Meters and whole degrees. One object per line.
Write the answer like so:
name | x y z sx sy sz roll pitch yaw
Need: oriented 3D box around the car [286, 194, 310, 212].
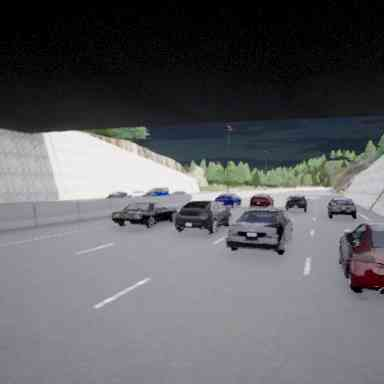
car | 10.005 0.985 31.524 1.837 1.490 4.892 1 1 21

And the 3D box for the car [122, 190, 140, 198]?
car | -8.455 0.472 52.108 1.812 1.442 4.674 1 1 21

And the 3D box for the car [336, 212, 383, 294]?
car | 4.809 1.445 8.187 1.994 1.385 4.181 1 1 21

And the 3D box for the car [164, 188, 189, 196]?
car | -1.918 0.580 49.607 1.837 1.490 4.892 1 1 21

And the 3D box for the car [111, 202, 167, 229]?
car | -2.414 1.209 18.672 1.895 1.301 4.718 1 1 21

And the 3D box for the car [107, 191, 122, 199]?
car | -11.724 0.459 53.359 1.994 1.385 4.181 1 1 21

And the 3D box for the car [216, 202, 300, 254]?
car | 2.747 1.324 12.580 2.033 1.411 5.357 1 1 21

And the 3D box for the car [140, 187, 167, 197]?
car | -5.195 0.287 50.825 2.150 2.045 5.566 1 1 21

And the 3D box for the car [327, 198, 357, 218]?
car | 11.349 1.162 25.252 2.033 1.411 5.357 1 1 21

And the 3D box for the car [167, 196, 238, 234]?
car | 0.731 1.174 17.096 1.837 1.490 4.892 1 1 21

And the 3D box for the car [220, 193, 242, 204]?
car | 3.998 0.825 35.412 1.882 1.535 5.008 1 1 21

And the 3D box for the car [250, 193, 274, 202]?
car | 7.257 0.881 34.134 1.882 1.535 5.008 1 1 21
